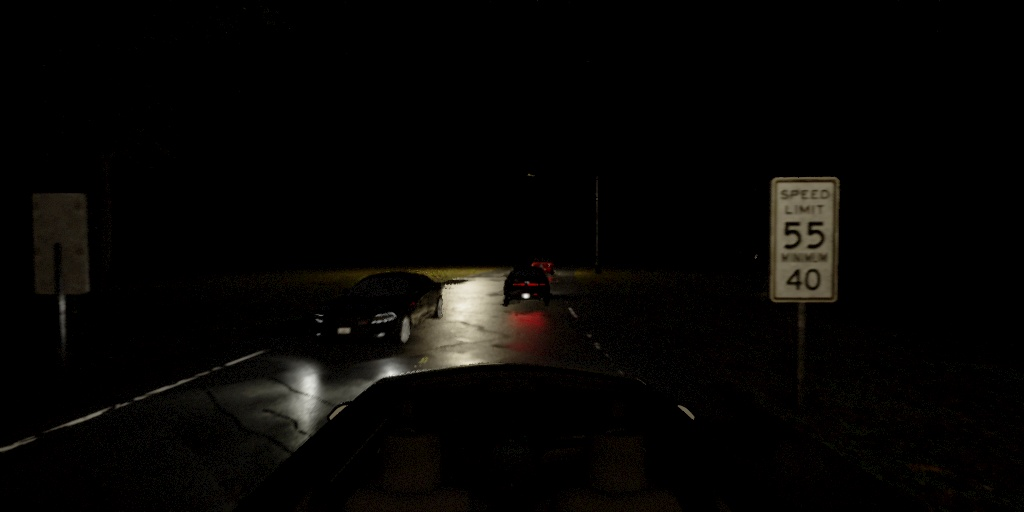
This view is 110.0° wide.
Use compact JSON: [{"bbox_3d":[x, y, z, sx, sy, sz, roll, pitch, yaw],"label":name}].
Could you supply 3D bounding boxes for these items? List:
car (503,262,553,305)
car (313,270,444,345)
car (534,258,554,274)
[{"bbox_3d":[0.677,1.186,15.557,1.837,1.490,4.892,0,1,4],"label":"car"},{"bbox_3d":[-3.201,1.189,9.577,1.882,1.535,5.008,0,0,3],"label":"car"},{"bbox_3d":[3.125,0.954,36.144,2.097,1.767,4.553,0,0,9],"label":"car"}]
